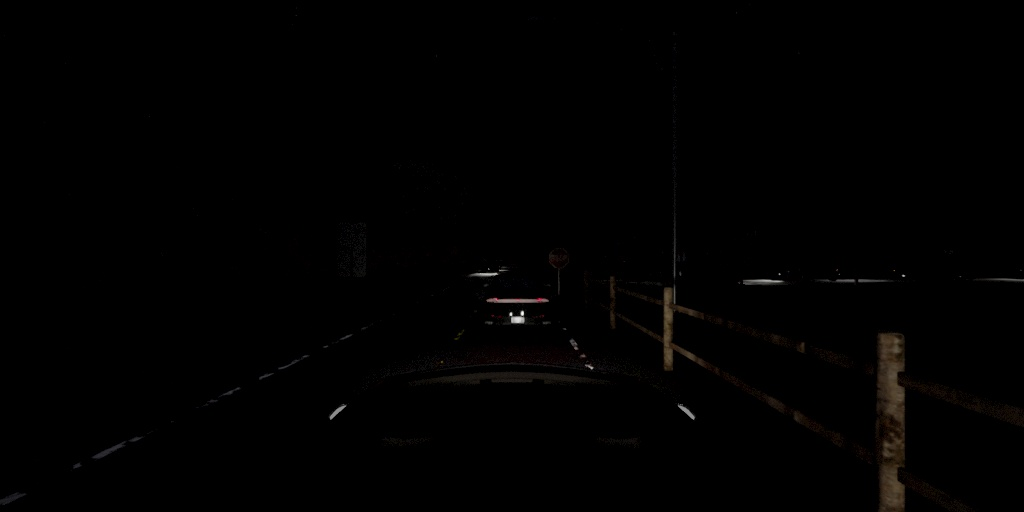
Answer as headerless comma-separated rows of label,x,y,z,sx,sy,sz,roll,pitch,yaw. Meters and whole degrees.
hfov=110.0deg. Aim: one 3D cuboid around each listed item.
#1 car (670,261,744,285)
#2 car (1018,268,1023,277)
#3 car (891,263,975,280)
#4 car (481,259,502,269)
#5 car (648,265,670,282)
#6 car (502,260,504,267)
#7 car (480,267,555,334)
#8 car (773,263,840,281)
car,13.661,1.239,24.912,4.181,1.385,1.994,0,0,0
car,42.834,1.095,28.069,4.674,1.442,1.812,0,0,0
car,32.746,1.217,27.991,4.718,1.301,1.895,0,0,-1
car,-2.592,1.300,42.868,1.994,1.385,4.181,0,0,1
car,13.143,1.178,27.747,5.008,1.535,1.882,0,0,-2
car,-2.523,1.227,53.069,1.837,1.490,4.892,0,0,1
car,0.149,1.243,10.616,2.128,1.511,4.902,0,0,0
car,22.800,1.223,27.883,4.181,1.385,1.994,0,0,0
